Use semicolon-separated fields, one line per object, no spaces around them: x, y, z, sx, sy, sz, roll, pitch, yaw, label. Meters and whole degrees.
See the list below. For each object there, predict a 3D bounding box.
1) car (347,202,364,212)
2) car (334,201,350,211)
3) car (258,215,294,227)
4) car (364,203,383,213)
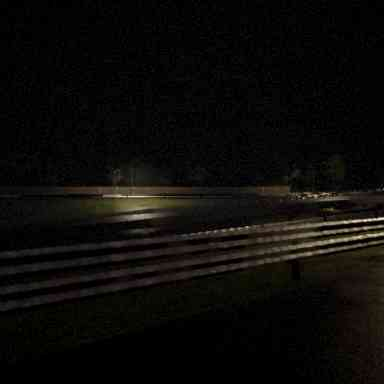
30.573;2.718;59.302;4.718;1.301;1.895;-4;2;-27;car
28.938;2.447;62.395;4.553;1.767;2.097;-4;2;-27;car
11.623;3.895;45.871;5.357;1.411;2.033;-4;2;-27;car
32.127;2.639;56.165;4.902;1.511;2.128;-4;2;-27;car
